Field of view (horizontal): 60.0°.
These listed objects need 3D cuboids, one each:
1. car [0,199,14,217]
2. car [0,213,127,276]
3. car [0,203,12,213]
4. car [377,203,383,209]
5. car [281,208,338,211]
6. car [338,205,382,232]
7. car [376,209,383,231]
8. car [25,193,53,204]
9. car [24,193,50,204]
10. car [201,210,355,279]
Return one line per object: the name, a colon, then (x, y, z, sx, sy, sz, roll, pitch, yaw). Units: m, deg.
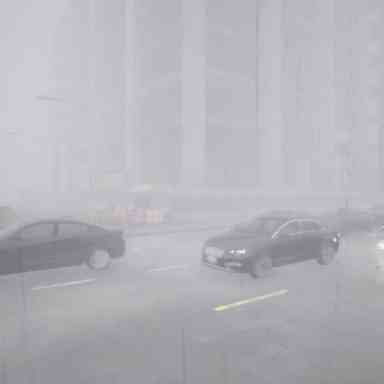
car: (-17.529, 1.337, 28.076, 4.193, 1.474, 1.816, 0, 0, -36)
car: (-4.358, 1.477, 9.478, 5.008, 1.535, 1.882, 0, 0, -35)
car: (-16.214, 1.148, 25.573, 3.866, 1.878, 1.905, 0, 0, -36)
car: (12.814, 1.465, 21.663, 5.008, 1.535, 1.882, 0, 0, -35)
car: (4.297, 1.541, 15.643, 5.357, 1.411, 2.033, 0, 0, -35)
car: (8.325, 1.571, 18.396, 4.181, 1.385, 1.994, 0, 0, -35)
car: (11.320, 1.591, 16.332, 4.718, 1.301, 1.895, 0, 0, -35)
car: (-25.534, 1.107, 56.288, 3.866, 1.878, 1.905, 0, 0, -36)
car: (-27.257, 1.107, 58.671, 3.866, 1.878, 1.905, 0, 0, -36)
car: (2.512, 1.488, 10.074, 4.902, 1.511, 2.128, 0, 0, -35)
